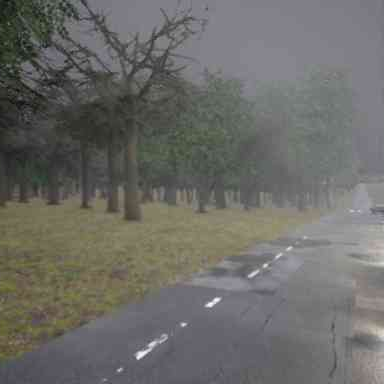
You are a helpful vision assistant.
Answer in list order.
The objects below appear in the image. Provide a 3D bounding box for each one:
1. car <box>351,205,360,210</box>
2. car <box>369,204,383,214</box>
[{"bbox_3d":[38.140,3.616,77.617,1.895,1.301,4.718,0,-2,27],"label":"car"},{"bbox_3d":[29.425,2.748,52.447,1.837,1.490,4.892,0,-3,27],"label":"car"}]
